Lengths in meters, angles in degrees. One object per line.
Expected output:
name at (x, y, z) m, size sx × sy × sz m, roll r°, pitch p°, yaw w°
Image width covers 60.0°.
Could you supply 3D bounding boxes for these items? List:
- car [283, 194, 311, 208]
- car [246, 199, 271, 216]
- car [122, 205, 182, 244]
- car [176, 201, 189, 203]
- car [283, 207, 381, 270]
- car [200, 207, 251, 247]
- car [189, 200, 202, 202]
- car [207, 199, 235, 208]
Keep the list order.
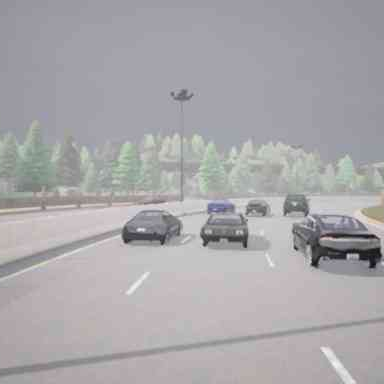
car at (10.141, 1.194, 32.071) m, size 2.150 × 2.045 × 5.566 m, roll 0°, pitch 0°, yaw 22°
car at (6.423, 1.464, 32.065) m, size 1.837 × 1.490 × 4.892 m, roll 0°, pitch 0°, yaw 20°
car at (-1.758, 1.526, 15.735) m, size 1.994 × 1.385 × 4.181 m, roll 0°, pitch 0°, yaw 10°
car at (-0.639, 1.423, 50.294) m, size 1.812 × 1.442 × 4.674 m, roll 0°, pitch 0°, yaw 30°
car at (4.568, 1.486, 11.164) m, size 2.128 × 1.511 × 4.902 m, roll 0°, pitch 0°, yaw 8°
car at (1.609, 1.576, 15.029) m, size 1.895 × 1.301 × 4.718 m, roll 0°, pitch 0°, yaw 10°
car at (1.802, 1.476, 47.455) m, size 1.994 × 1.385 × 4.181 m, roll 0°, pitch 0°, yaw 28°
car at (2.953, 1.423, 32.770) m, size 1.882 × 1.535 × 5.008 m, roll 0°, pitch 0°, yaw 20°
